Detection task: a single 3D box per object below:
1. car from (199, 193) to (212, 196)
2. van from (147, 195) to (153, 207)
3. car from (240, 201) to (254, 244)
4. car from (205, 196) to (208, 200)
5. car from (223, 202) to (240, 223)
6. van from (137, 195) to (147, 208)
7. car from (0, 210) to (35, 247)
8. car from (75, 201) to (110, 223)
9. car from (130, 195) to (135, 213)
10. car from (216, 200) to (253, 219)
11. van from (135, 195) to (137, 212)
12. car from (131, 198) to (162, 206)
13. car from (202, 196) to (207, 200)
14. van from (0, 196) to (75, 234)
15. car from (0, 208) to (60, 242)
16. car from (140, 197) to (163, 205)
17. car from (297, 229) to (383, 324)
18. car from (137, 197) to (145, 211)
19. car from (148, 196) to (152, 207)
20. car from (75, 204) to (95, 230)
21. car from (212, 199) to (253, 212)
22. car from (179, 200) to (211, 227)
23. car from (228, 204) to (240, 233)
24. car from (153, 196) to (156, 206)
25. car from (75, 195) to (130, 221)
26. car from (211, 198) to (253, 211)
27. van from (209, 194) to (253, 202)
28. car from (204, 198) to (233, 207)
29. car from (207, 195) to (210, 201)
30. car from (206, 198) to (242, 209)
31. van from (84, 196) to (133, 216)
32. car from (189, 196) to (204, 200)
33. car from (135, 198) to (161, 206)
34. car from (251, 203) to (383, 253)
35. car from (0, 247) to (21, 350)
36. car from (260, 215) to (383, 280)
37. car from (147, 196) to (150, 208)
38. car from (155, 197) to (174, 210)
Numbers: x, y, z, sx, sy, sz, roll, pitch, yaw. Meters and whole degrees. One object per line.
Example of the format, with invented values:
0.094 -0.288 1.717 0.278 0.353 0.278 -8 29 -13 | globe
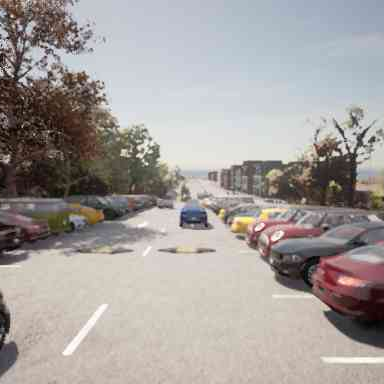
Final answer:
4.560 1.638 64.104 5.566 2.045 2.435 0 -1 0 | car
-8.619 1.489 50.153 4.442 1.987 1.878 0 -1 0 | van
4.582 1.406 14.141 4.553 1.767 2.185 0 0 0 | car
4.580 1.663 44.680 4.892 1.521 2.231 0 -1 0 | car
4.561 1.555 19.693 4.892 1.521 2.231 0 0 0 | car
-8.400 1.421 41.990 4.442 1.987 1.878 0 0 0 | van
-8.526 1.521 11.501 5.008 1.535 2.097 0 0 0 | car
-8.517 1.566 22.582 5.008 1.535 2.097 0 0 0 | car
-8.489 1.348 30.894 5.566 2.045 2.435 0 0 0 | car
4.744 1.573 25.245 5.366 1.575 1.946 0 0 0 | car
-8.629 1.396 36.434 4.442 1.987 1.878 0 0 0 | van
-8.308 1.852 61.353 5.366 1.575 1.946 0 -1 0 | car
4.390 1.683 47.447 5.366 1.575 1.946 0 -1 0 | car
-8.644 1.317 16.917 4.442 1.987 1.878 0 0 0 | van
-8.527 1.573 14.272 4.674 1.452 2.002 0 0 0 | car
-8.519 1.833 69.540 4.553 1.767 2.185 0 -1 0 | car
4.542 1.538 5.812 4.674 1.452 2.002 0 0 0 | car
-8.516 1.632 39.203 5.008 1.535 2.097 0 0 0 | car
-8.533 1.715 47.380 4.792 1.488 2.163 0 -1 0 | car
-8.528 1.594 19.687 4.674 1.452 2.002 0 0 0 | car
4.592 1.628 30.798 4.792 1.488 2.163 0 0 0 | car
0.114 1.568 23.811 1.882 1.535 5.008 0 0 0 | car
4.738 1.539 16.917 5.366 1.575 1.946 0 0 0 | car
-8.471 1.779 53.044 4.792 1.488 2.163 0 -1 0 | car
-8.491 1.337 28.124 5.566 2.045 2.435 0 0 0 | car
4.594 1.639 33.574 4.792 1.488 2.163 0 0 0 | car
4.451 1.394 36.351 4.442 1.987 1.878 0 0 0 | van
4.578 1.820 58.548 4.892 1.521 2.231 0 -1 0 | car
4.540 1.519 41.901 4.553 1.767 2.185 0 0 0 | car
4.763 1.711 50.099 5.366 1.575 1.946 0 -1 0 | car
-8.398 1.384 33.663 4.442 1.987 1.878 0 0 0 | van
0.131 1.641 41.550 1.882 1.535 5.008 0 0 0 | car
-8.489 1.930 64.122 4.674 1.452 2.002 0 -1 0 | car
4.580 1.394 11.365 4.553 1.767 2.185 0 0 0 | car
-3.596 1.571 3.081 1.994 1.385 4.181 0 0 0 | car
4.552 1.509 8.589 5.008 1.535 2.097 0 0 0 | car
-8.535 1.693 44.740 4.792 1.488 2.163 0 0 0 | car
-3.546 1.760 46.297 1.994 1.385 4.181 0 -1 0 | car
